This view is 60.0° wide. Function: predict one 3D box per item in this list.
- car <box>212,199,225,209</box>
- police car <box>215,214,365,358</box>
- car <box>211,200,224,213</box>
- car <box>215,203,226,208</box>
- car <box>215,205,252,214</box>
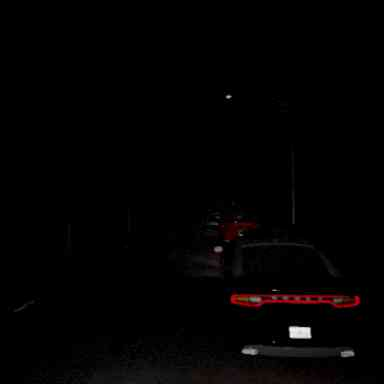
[{"bbox_3d":[4.527,2.054,57.348,2.033,1.411,5.357,-1,0,4],"label":"car"},{"bbox_3d":[1.470,1.480,6.506,1.930,1.638,5.238,-1,-1,4],"label":"police car"},{"bbox_3d":[3.539,1.908,44.180,1.882,1.535,5.008,-1,0,5],"label":"car"},{"bbox_3d":[2.682,1.716,22.353,1.837,1.490,4.892,-1,-1,4],"label":"car"},{"bbox_3d":[2.224,1.630,16.370,1.882,1.535,5.008,-1,-1,4],"label":"car"}]
